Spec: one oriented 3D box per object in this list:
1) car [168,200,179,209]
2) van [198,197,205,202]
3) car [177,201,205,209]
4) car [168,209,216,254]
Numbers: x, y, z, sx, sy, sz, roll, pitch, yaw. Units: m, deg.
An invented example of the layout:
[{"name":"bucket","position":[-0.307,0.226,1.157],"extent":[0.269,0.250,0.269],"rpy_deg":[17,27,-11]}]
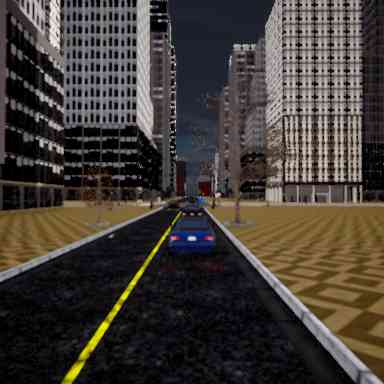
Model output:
[{"name":"car","position":[-3.008,2.061,55.750],"extent":[2.033,1.411,5.357],"rpy_deg":[0,-1,0]},{"name":"van","position":[2.667,2.168,90.634],"extent":[1.690,1.788,3.998],"rpy_deg":[0,-1,0]},{"name":"car","position":[-0.002,1.817,28.991],"extent":[2.033,1.411,5.357],"rpy_deg":[0,0,0]},{"name":"car","position":[0.000,1.679,13.990],"extent":[2.033,1.411,5.357],"rpy_deg":[0,-1,0]}]
